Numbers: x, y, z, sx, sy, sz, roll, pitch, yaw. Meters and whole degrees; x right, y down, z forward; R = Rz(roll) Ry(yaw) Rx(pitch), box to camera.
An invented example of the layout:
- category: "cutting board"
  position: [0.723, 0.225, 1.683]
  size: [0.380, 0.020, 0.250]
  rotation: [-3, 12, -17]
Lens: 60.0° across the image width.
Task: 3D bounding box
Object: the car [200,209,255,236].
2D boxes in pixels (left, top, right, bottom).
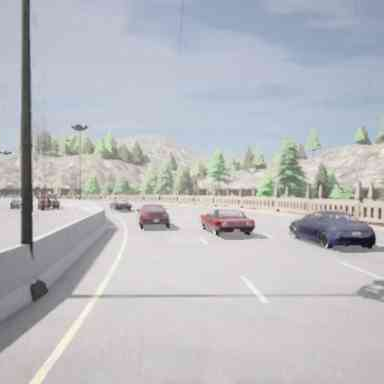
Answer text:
- category: "car"
  position: [1.736, 1.554, 18.041]
  size: [1.895, 1.301, 4.718]
  rotation: [0, 0, -10]

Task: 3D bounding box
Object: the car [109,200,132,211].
- category: "car"
  position: [-8.576, 1.575, 39.508]
  size: [1.895, 1.301, 4.718]
  rotation: [0, 0, -24]

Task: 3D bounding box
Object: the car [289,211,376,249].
- category: "car"
  position: [5.845, 1.512, 14.332]
  size: [1.994, 1.385, 4.181]
  rotation: [0, 0, -8]

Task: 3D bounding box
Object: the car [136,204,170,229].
- category: "car"
  position: [-2.560, 1.489, 21.447]
  size: [1.812, 1.442, 4.674]
  rotation: [0, 0, -13]

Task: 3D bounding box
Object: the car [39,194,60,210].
- category: "car"
  position: [-19.277, 1.258, 44.793]
  size: [2.150, 2.045, 5.566]
  rotation: [0, 0, -29]

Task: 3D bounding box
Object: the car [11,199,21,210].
- category: "car"
  position: [-23.413, 1.611, 44.991]
  size: [2.033, 1.411, 5.357]
  rotation: [0, 0, -31]
